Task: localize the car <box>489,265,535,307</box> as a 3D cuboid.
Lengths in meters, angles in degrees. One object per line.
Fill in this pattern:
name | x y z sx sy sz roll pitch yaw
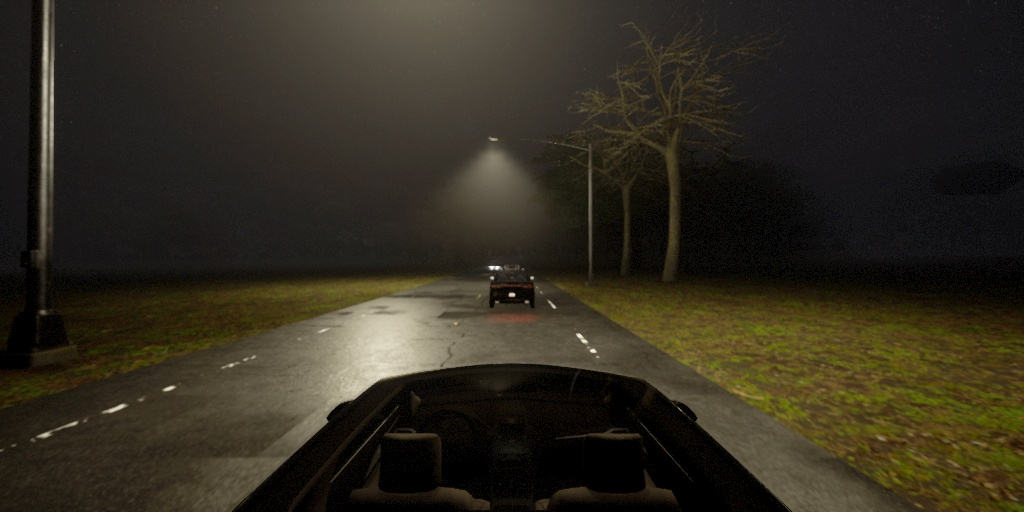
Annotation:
car | 0.006 1.364 16.321 1.882 1.535 5.008 0 0 0
